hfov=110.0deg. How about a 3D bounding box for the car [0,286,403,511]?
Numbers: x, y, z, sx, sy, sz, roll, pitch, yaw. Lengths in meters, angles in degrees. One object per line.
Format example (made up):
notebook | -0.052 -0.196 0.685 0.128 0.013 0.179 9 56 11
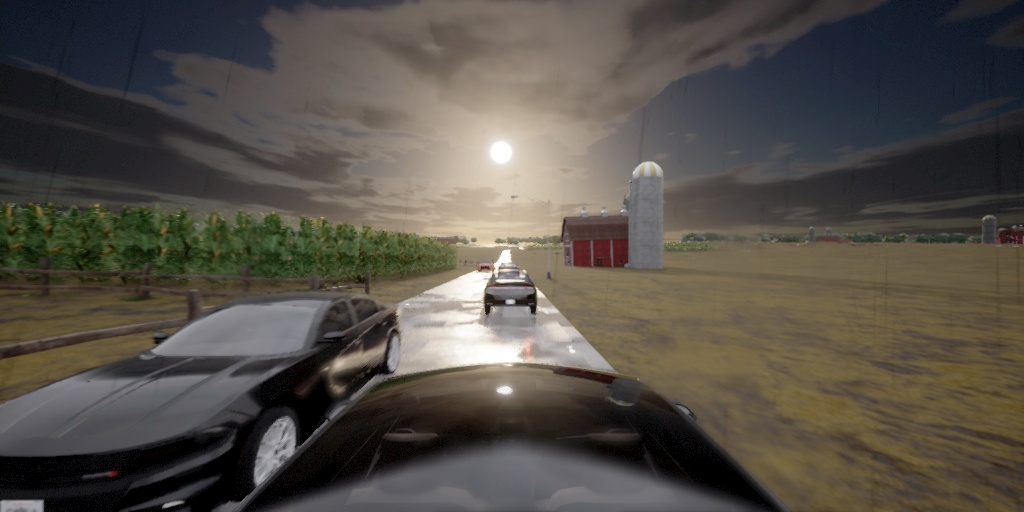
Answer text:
car | -2.905 1.221 4.602 1.882 1.535 5.008 0 0 -1

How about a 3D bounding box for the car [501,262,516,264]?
car | -0.298 1.279 31.317 1.882 1.535 5.008 0 0 -1

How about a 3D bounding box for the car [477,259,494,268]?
car | -3.429 1.223 47.717 2.097 1.767 4.553 0 0 0

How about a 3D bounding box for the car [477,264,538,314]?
car | -0.076 1.254 13.882 2.128 1.511 4.902 0 0 -1
